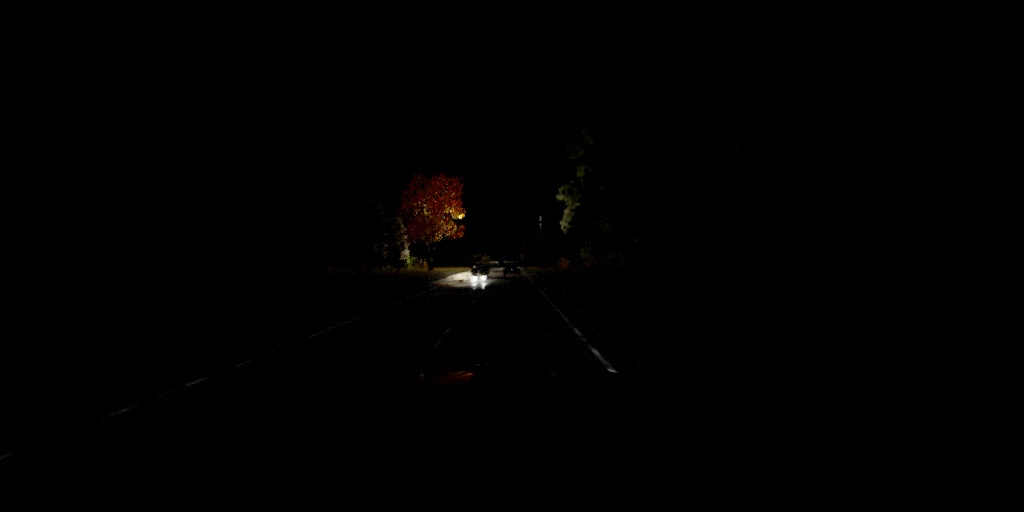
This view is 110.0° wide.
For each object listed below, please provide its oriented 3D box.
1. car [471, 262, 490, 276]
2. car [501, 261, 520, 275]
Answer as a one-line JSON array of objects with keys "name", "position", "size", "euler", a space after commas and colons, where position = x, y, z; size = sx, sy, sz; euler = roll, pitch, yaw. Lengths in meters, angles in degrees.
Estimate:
[{"name": "car", "position": [-3.670, 1.513, 42.204], "size": [2.128, 1.511, 4.902], "euler": [-1, -1, 0]}, {"name": "car", "position": [-0.003, 1.537, 43.399], "size": [1.994, 1.385, 4.181], "euler": [-1, 0, 0]}]
